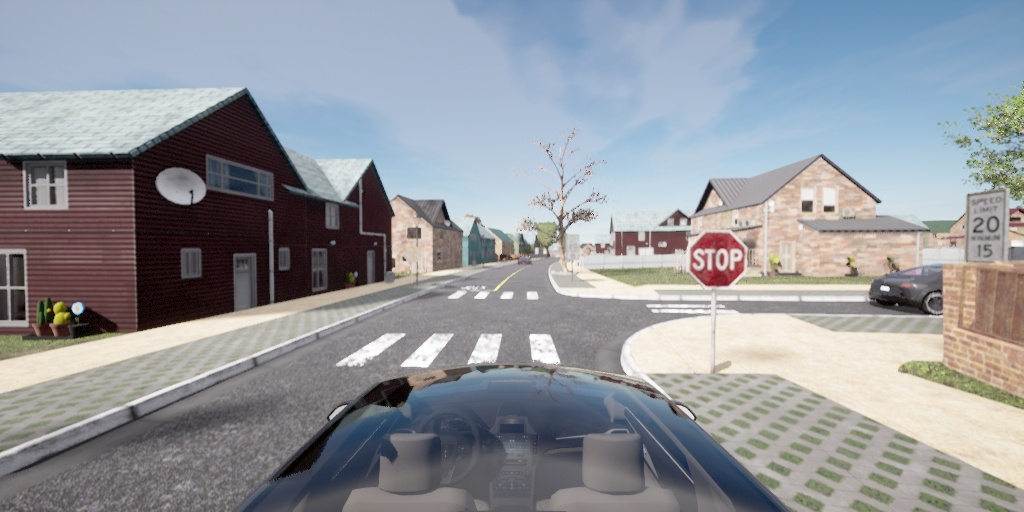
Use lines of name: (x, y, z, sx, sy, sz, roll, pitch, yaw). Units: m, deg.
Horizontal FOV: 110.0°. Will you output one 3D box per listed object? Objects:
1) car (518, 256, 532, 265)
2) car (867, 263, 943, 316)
car: (2.127, 0.708, 59.022, 1.994, 1.385, 4.181, 0, 1, 9)
car: (13.231, 0.912, 10.387, 4.181, 1.385, 1.994, -1, 1, 13)
